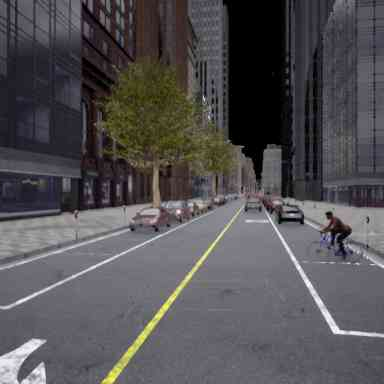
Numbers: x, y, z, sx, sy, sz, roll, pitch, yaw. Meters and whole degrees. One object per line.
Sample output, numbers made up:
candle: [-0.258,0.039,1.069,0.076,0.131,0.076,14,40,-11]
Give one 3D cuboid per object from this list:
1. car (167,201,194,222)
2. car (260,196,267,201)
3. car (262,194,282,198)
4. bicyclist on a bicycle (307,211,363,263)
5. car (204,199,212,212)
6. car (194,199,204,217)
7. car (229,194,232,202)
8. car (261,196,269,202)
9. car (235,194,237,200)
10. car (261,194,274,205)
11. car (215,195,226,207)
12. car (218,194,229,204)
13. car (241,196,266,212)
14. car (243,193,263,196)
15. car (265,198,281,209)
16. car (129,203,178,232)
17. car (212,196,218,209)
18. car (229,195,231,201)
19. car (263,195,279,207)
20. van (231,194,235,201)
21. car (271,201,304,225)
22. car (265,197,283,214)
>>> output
car: [-1.351,1.442,25.702,1.967,1.590,4.097,0,0,11]
car: [19.464,1.702,90.644,1.887,1.381,4.507,0,0,11]
car: [10.138,1.340,40.761,2.192,1.841,5.009,0,0,11]
bicyclist on a bicycle: [4.491,1.432,10.482,1.656,1.620,0.582,0,0,11]
car: [0.691,1.539,36.622,1.752,1.417,4.829,0,0,11]
car: [-0.314,1.589,31.246,1.802,1.307,4.206,0,0,11]
car: [6.940,1.656,70.050,1.802,1.307,4.206,0,0,11]
car: [17.390,1.696,79.558,1.802,1.307,4.206,0,0,11]
car: [10.049,1.573,86.681,1.967,1.590,4.097,0,0,11]
car: [14.283,1.380,62.932,2.192,1.841,5.009,0,0,11]
car: [3.831,1.587,53.420,1.887,1.381,4.507,0,0,11]
car: [4.868,1.367,58.964,2.192,1.841,5.009,0,0,11]
car: [7.076,1.512,38.373,2.128,1.511,4.902,0,0,11]
car: [8.967,1.258,48.476,2.150,2.045,5.566,0,0,11]
car: [11.173,1.601,46.302,1.947,1.339,4.313,0,0,11]
car: [-2.387,1.581,20.160,1.802,1.307,4.206,0,0,11]
car: [1.758,1.589,42.334,1.947,1.339,4.313,0,0,11]
car: [5.905,1.628,64.508,1.947,1.339,4.313,0,0,11]
car: [12.210,1.360,51.845,2.192,1.841,5.009,0,0,11]
van: [9.013,1.453,81.138,1.690,1.788,3.998,0,0,11]
car: [7.028,1.570,24.131,1.947,1.339,4.313,0,0,11]
car: [9.100,1.561,35.217,1.887,1.381,4.507,0,0,11]
